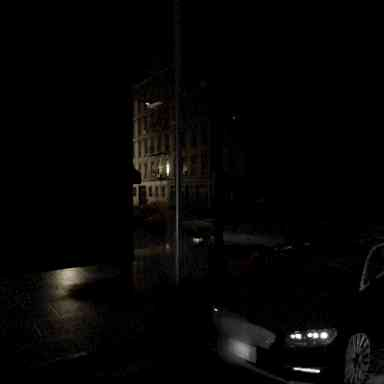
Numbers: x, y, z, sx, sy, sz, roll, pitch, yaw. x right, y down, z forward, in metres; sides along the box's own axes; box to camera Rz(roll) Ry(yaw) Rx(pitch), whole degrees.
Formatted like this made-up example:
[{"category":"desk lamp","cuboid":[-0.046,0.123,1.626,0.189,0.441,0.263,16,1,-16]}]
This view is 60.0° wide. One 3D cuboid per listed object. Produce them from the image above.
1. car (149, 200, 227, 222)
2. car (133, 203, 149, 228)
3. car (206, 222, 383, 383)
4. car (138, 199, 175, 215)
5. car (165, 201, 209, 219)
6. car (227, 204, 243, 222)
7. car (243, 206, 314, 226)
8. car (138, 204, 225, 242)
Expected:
[{"category":"car","cuboid":[-0.389,1.510,20.668,2.128,1.511,4.902,0,0,-35]},{"category":"car","cuboid":[-3.947,1.584,21.289,2.008,1.369,4.403,0,0,-35]},{"category":"car","cuboid":[2.272,1.493,5.444,2.128,1.511,4.902,1,0,44]},{"category":"car","cuboid":[-3.783,1.529,34.893,1.752,1.417,4.829,0,0,-35]},{"category":"car","cuboid":[-0.545,1.566,30.345,1.947,1.339,4.313,0,0,-35]},{"category":"car","cuboid":[2.595,1.578,25.937,1.802,1.307,4.206,0,0,-35]},{"category":"car","cuboid":[5.735,1.558,21.528,1.947,1.339,4.313,0,0,-35]},{"category":"car","cuboid":[-0.708,1.554,16.741,1.752,1.417,4.829,0,0,-35]}]
